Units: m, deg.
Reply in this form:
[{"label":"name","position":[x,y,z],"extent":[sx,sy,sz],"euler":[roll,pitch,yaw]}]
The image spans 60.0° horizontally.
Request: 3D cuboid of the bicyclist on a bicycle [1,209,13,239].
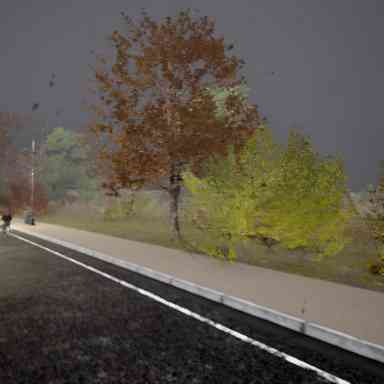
[{"label":"bicyclist on a bicycle","position":[-10.930,1.880,19.583],"extent":[0.659,1.776,1.843],"euler":[2,-2,-38]}]
